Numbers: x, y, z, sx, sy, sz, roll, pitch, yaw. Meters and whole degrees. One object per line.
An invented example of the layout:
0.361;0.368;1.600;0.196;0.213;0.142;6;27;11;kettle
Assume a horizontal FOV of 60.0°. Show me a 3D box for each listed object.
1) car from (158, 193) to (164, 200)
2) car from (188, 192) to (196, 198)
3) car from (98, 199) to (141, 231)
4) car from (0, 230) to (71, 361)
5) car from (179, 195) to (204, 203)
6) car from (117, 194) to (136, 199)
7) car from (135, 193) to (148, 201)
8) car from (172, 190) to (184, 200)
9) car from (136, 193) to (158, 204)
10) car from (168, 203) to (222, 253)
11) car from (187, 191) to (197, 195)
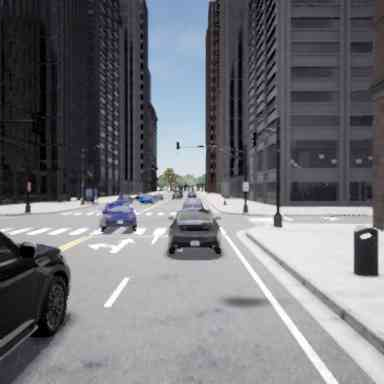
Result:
-6.508;0.924;64.693;1.994;1.385;4.181;0;1;0;car
0.006;0.729;80.998;1.994;1.385;4.181;0;1;0;car
-4.301;1.339;19.055;1.812;1.442;4.674;0;1;-17;car
-3.142;1.191;3.341;2.150;2.045;5.566;0;1;0;car
0.102;1.252;29.970;2.033;1.411;5.357;0;1;0;car
-9.810;1.040;49.006;1.812;1.442;4.674;0;0;0;car
-9.754;0.964;64.569;1.895;1.301;4.718;0;1;0;car
-3.245;0.828;70.718;2.128;1.511;4.902;0;1;0;car
-6.561;0.992;49.027;1.882;1.535;5.008;0;0;0;car
0.100;1.377;13.051;1.837;1.490;4.892;0;1;0;car
0.005;0.655;71.067;2.097;1.767;4.553;0;1;0;car
